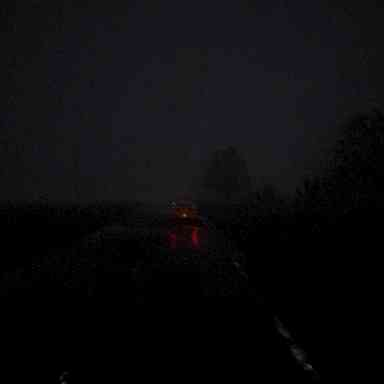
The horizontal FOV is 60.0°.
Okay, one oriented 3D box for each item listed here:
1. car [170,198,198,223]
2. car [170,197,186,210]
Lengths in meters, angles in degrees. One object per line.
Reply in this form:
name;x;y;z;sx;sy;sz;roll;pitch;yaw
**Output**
car;-0.630;1.418;24.926;1.882;1.535;5.008;0;0;-3
car;-1.802;1.429;41.629;1.812;1.442;4.674;0;0;-5
